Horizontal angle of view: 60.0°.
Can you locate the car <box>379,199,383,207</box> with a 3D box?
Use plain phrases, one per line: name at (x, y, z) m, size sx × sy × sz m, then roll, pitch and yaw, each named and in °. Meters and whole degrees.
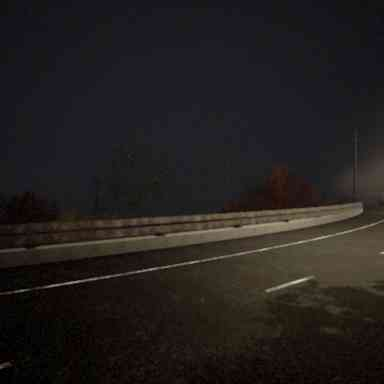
car at (32.841, 1.822, 55.860) m, size 1.812 × 1.442 × 4.674 m, roll 0°, pitch 0°, yaw 17°
